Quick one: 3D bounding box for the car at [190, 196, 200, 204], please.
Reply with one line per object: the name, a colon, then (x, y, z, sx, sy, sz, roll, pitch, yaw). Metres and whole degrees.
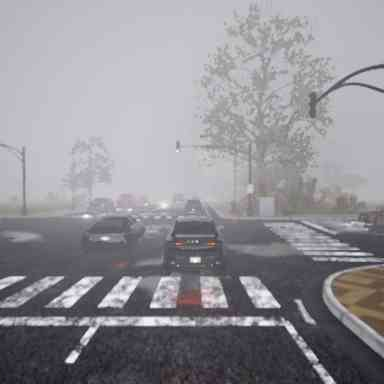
car: (0.603, 1.490, 66.316, 1.812, 1.442, 4.674, 0, 0, 1)

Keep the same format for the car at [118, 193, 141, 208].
car: (-9.523, 1.197, 48.994, 2.150, 2.045, 5.566, 0, 1, 1)

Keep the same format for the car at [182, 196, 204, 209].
car: (0.173, 1.500, 35.557, 1.837, 1.490, 4.892, 0, 0, 1)

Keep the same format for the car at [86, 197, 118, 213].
car: (-9.771, 1.344, 35.714, 2.097, 1.767, 4.553, 0, 0, 1)

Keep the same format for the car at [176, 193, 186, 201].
car: (-2.472, 1.201, 76.375, 2.097, 1.767, 4.553, 0, 0, 1)

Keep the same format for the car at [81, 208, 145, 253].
car: (-3.188, 1.637, 14.159, 1.994, 1.385, 4.181, 0, 1, 0)

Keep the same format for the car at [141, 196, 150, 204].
car: (-9.232, 1.491, 63.228, 1.812, 1.442, 4.674, 0, 0, 2)

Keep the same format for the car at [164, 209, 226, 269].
car: (0.081, 1.588, 11.505, 1.837, 1.490, 4.892, 0, 0, 0)

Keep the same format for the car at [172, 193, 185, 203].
car: (-2.653, 1.186, 66.019, 2.150, 2.045, 5.566, 0, 0, 1)

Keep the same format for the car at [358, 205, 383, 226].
car: (13.554, 1.473, 22.450, 4.181, 1.385, 1.994, 0, 1, 3)
